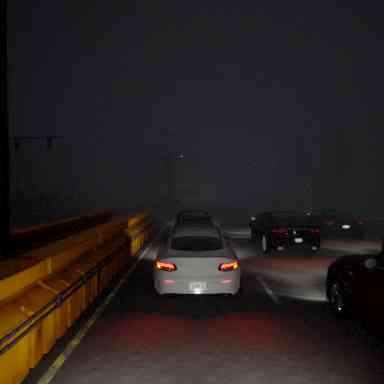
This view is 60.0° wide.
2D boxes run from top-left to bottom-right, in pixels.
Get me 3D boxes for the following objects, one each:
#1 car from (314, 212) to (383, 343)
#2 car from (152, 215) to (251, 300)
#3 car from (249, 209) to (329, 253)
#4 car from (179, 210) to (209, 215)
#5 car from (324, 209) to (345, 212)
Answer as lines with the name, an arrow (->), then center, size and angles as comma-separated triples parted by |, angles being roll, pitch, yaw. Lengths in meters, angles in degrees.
car -> 3.594, 1.352, 4.507 | 2.097, 1.767, 4.553 | 0, 0, 0
car -> 0.094, 1.526, 8.284 | 1.812, 1.442, 4.674 | 0, 0, 0
car -> 3.591, 1.478, 13.679 | 1.882, 1.535, 5.008 | 0, 0, 0
car -> 0.088, 1.601, 17.406 | 1.895, 1.301, 4.718 | 0, 0, 0
car -> 7.088, 1.564, 17.294 | 1.994, 1.385, 4.181 | 0, 0, 0
